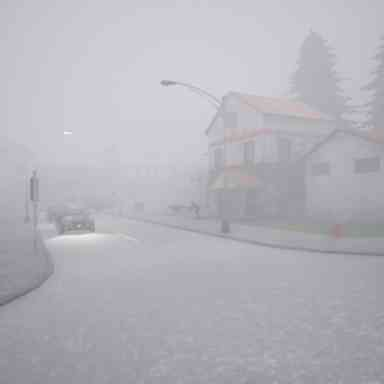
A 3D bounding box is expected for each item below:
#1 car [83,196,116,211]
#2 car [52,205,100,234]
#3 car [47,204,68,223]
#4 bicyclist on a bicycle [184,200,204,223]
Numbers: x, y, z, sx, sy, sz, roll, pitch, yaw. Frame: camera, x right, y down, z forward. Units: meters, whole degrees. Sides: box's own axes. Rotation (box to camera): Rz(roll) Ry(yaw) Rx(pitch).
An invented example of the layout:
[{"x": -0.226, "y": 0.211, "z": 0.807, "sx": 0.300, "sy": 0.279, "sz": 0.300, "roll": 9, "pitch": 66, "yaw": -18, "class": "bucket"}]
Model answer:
[{"x": -13.113, "y": 1.654, "z": 47.372, "sx": 2.150, "sy": 2.045, "sz": 5.566, "roll": -3, "pitch": -1, "yaw": 20, "class": "car"}, {"x": -7.429, "y": 1.788, "z": 21.049, "sx": 1.994, "sy": 1.385, "sz": 4.181, "roll": -1, "pitch": 0, "yaw": -27, "class": "car"}, {"x": -11.936, "y": 1.819, "z": 29.964, "sx": 1.882, "sy": 1.535, "sz": 5.008, "roll": -1, "pitch": 0, "yaw": -27, "class": "car"}, {"x": 0.159, "y": 1.450, "z": 24.635, "sx": 1.656, "sy": 1.620, "sz": 0.582, "roll": -1, "pitch": 0, "yaw": -27, "class": "bicyclist on a bicycle"}]
